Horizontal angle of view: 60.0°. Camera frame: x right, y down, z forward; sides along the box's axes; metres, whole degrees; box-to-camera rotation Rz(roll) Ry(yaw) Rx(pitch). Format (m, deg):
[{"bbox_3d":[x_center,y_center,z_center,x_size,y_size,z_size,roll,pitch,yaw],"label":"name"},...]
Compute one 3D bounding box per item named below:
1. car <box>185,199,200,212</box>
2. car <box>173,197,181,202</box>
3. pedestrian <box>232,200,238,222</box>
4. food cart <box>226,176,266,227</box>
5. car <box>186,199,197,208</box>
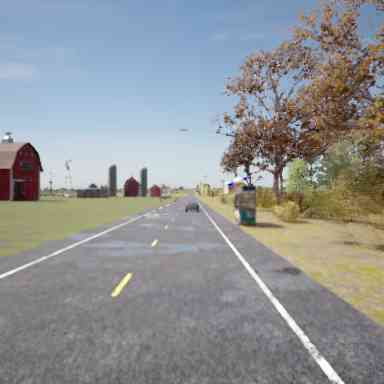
[{"bbox_3d":[0.062,1.877,45.732,2.128,1.511,4.902,0,-1,1],"label":"car"},{"bbox_3d":[-3.519,1.883,77.072,1.837,1.490,4.892,0,0,0],"label":"car"},{"bbox_3d":[3.649,1.535,27.333,0.375,1.860,0.375,-1,0,-3],"label":"pedestrian"},{"bbox_3d":[4.012,0.687,25.707,2.280,3.560,4.660,1,0,0],"label":"food cart"},{"bbox_3d":[-0.014,2.012,57.638,1.812,1.442,4.674,0,0,0],"label":"car"}]
